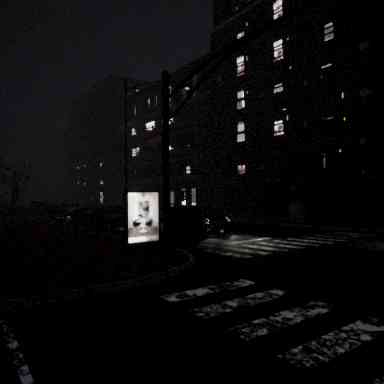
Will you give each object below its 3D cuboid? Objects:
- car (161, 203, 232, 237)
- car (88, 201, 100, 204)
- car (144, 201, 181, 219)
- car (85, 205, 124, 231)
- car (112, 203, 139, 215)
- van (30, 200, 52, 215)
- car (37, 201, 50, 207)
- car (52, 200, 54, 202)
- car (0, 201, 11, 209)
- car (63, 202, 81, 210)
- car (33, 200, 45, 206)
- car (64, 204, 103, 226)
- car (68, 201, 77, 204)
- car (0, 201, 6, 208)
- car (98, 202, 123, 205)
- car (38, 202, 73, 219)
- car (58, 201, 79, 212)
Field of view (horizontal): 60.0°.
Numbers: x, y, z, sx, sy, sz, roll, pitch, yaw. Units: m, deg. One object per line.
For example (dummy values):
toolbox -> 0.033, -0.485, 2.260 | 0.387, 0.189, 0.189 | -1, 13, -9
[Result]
car -> 0.275, 1.579, 19.888 | 2.097, 1.767, 4.553 | -1, -1, -37
car -> -15.012, 2.118, 50.696 | 1.967, 1.590, 4.097 | -2, 0, -36
car -> -3.130, 1.823, 34.557 | 1.967, 1.590, 4.097 | -2, 0, -36
car -> -5.526, 1.887, 23.164 | 2.008, 1.369, 4.403 | -2, 0, -36
car -> -8.401, 2.096, 41.730 | 1.802, 1.307, 4.206 | -2, 0, -36
van -> -19.828, 2.034, 43.010 | 1.690, 1.788, 3.998 | -2, 0, -36
car -> -34.656, 2.735, 77.724 | 1.947, 1.339, 4.313 | -2, 0, -36
car -> -31.386, 2.527, 73.219 | 1.967, 1.590, 4.097 | -2, 0, -36
car -> -38.162, 2.703, 68.293 | 2.008, 1.369, 4.403 | -2, 0, -36
car -> -21.560, 2.423, 59.703 | 1.802, 1.307, 4.206 | -2, 0, -36
car -> -37.931, 2.796, 82.229 | 1.887, 1.381, 4.507 | -2, 0, -36
car -> -8.800, 1.969, 27.669 | 2.008, 1.369, 4.403 | -2, 0, -36
car -> -14.519, 2.120, 40.215 | 1.812, 1.442, 4.674 | -1, 0, -36
car -> -44.710, 2.861, 77.303 | 1.887, 1.381, 4.507 | -2, 0, -36
car -> -6.137, 1.891, 28.650 | 1.837, 1.490, 4.892 | -1, -1, -36
car -> -14.895, 2.114, 36.133 | 1.887, 1.381, 4.507 | -2, 0, -36
car -> -19.552, 2.236, 52.550 | 1.882, 1.535, 5.008 | -1, -1, -36
